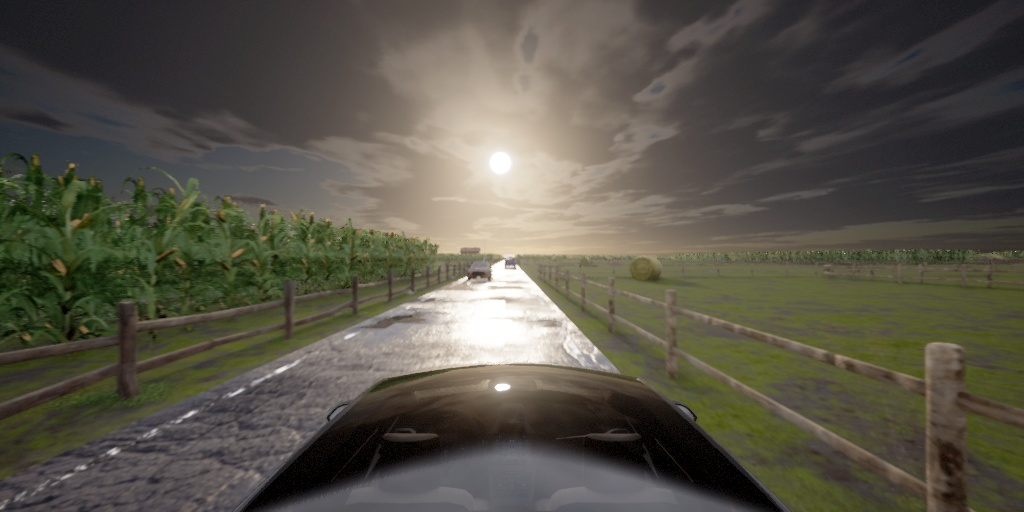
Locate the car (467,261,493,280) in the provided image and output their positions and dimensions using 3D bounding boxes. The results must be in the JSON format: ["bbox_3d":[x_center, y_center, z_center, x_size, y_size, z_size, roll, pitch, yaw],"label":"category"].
[{"bbox_3d":[-2.906,1.264,33.263,2.097,1.767,4.553,0,0,0],"label":"car"}]
